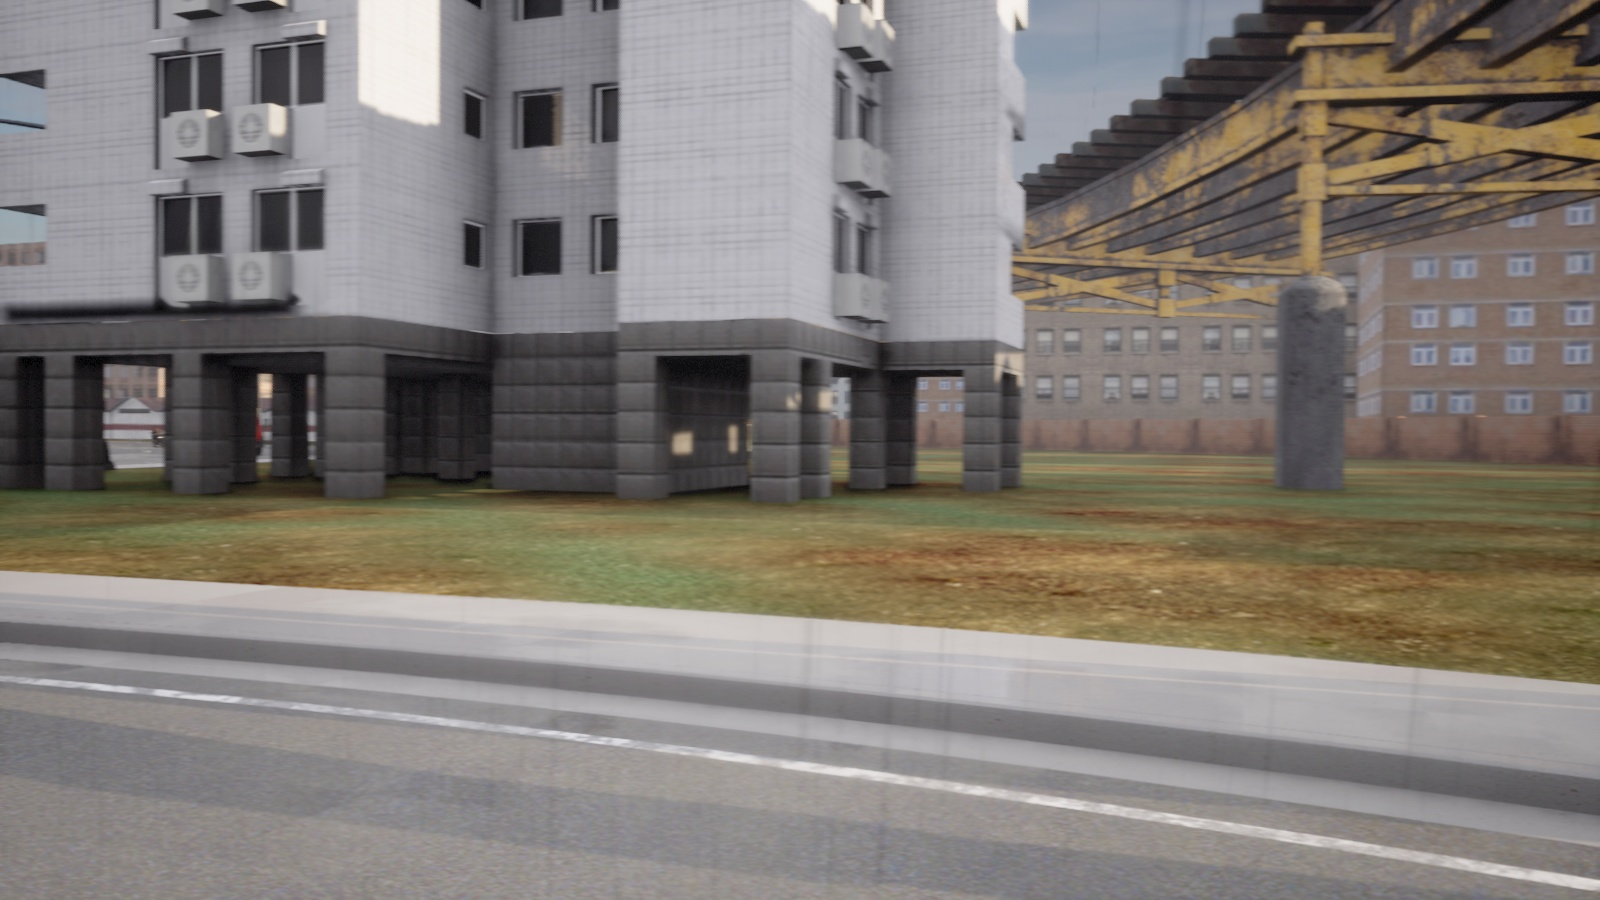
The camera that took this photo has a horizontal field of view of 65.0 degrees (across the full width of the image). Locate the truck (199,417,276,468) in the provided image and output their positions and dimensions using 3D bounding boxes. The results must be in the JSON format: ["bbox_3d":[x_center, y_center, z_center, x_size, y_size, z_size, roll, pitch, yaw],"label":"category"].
[{"bbox_3d":[-28.399,-0.422,63.624,2.627,2.467,5.204,-1,1,-13],"label":"truck"}]
